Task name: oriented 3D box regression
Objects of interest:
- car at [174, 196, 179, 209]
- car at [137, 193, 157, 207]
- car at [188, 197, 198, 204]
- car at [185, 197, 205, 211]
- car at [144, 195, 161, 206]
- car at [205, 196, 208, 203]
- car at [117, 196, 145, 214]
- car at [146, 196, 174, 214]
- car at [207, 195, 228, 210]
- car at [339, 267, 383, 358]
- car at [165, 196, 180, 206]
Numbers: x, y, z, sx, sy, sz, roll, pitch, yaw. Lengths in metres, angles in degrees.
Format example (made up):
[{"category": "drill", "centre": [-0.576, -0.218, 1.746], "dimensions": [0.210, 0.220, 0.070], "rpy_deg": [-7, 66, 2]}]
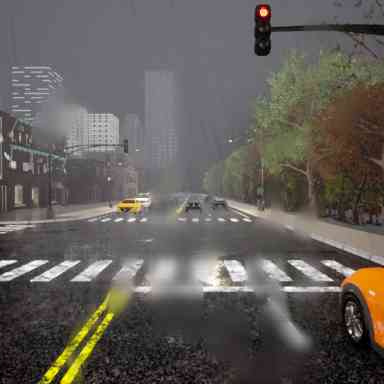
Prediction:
[{"category": "car", "centre": [-3.233, 1.548, 44.935], "dimensions": [1.994, 1.385, 4.181], "rpy_deg": [0, 0, 0]}, {"category": "car", "centre": [-6.483, 1.205, 44.851], "dimensions": [2.150, 2.045, 5.566], "rpy_deg": [0, 0, 0]}, {"category": "car", "centre": [0.249, 1.576, 64.303], "dimensions": [1.895, 1.301, 4.718], "rpy_deg": [0, 0, 0]}, {"category": "car", "centre": [0.193, 1.534, 39.785], "dimensions": [2.033, 1.411, 5.357], "rpy_deg": [0, 0, 0]}, {"category": "car", "centre": [-6.454, 1.332, 54.812], "dimensions": [2.097, 1.767, 4.553], "rpy_deg": [0, 0, 0]}, {"category": "car", "centre": [3.507, 1.451, 67.485], "dimensions": [1.882, 1.535, 5.008], "rpy_deg": [0, 0, 0]}, {"category": "car", "centre": [-6.510, 1.467, 34.913], "dimensions": [1.882, 1.535, 5.008], "rpy_deg": [0, 0, 0]}, {"category": "car", "centre": [-3.263, 1.467, 34.925], "dimensions": [1.882, 1.535, 5.008], "rpy_deg": [0, 0, 0]}, {"category": "car", "centre": [3.449, 1.477, 42.432], "dimensions": [2.128, 1.511, 4.902], "rpy_deg": [0, 0, 0]}, {"category": "car", "centre": [3.360, 1.351, 3.419], "dimensions": [2.097, 1.767, 4.553], "rpy_deg": [0, 0, 0]}, {"category": "car", "centre": [-3.203, 1.472, 54.964], "dimensions": [2.128, 1.511, 4.902], "rpy_deg": [0, 0, 0]}]
